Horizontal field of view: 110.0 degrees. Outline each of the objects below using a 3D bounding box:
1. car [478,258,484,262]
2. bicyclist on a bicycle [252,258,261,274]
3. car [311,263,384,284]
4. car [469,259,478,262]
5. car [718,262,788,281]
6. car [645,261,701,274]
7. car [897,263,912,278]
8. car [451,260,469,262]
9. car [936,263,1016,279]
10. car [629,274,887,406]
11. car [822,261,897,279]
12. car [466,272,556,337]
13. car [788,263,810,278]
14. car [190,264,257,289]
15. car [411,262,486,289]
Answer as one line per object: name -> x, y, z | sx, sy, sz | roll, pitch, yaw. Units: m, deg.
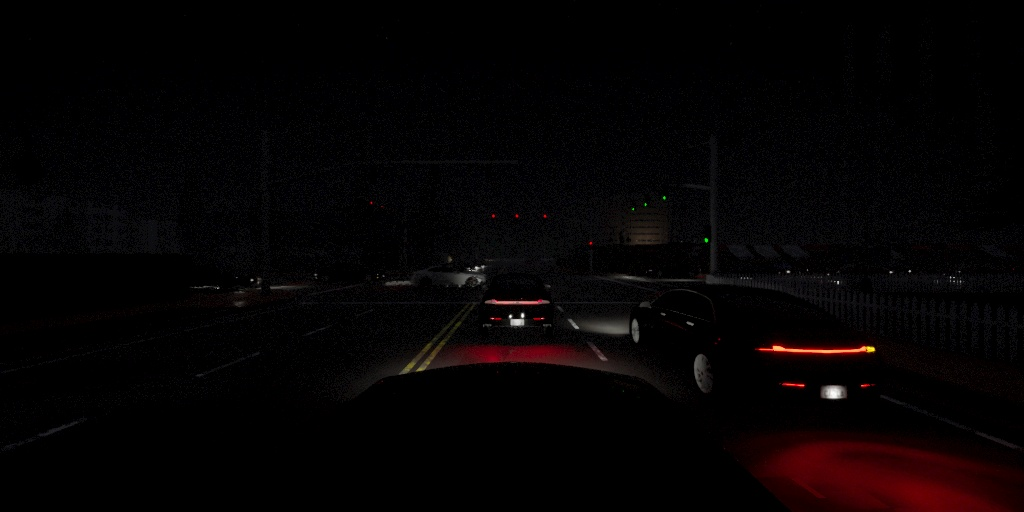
car -> -6.643, 1.312, 64.183 | 1.994, 1.385, 4.181 | 0, 0, 1
bicyclist on a bicycle -> -26.157, 1.050, 36.812 | 0.582, 1.620, 1.656 | 0, 0, -3
car -> -11.953, 1.255, 26.301 | 4.892, 1.490, 1.837 | 0, 0, -8
car -> -6.751, 1.274, 54.140 | 1.812, 1.442, 4.674 | 0, 0, 1
car -> 19.629, 1.240, 29.981 | 4.902, 1.511, 2.128 | 0, 0, -1
car -> 14.936, 1.254, 33.460 | 4.892, 1.490, 1.837 | 0, 0, 1
car -> 34.499, 1.241, 33.751 | 4.902, 1.511, 2.128 | 0, 0, -1
car -> -6.823, 1.254, 44.317 | 1.837, 1.490, 4.892 | 0, 0, 0
car -> 38.889, 1.275, 30.322 | 4.674, 1.442, 1.812 | 0, 0, -1
car -> 3.589, 1.255, 6.383 | 1.837, 1.490, 4.892 | 0, 0, 1
car -> 28.890, 1.275, 30.144 | 4.674, 1.442, 1.812 | 0, 0, -1
car -> 0.134, 1.241, 10.289 | 2.128, 1.511, 4.902 | 0, 0, 0
car -> 24.675, 1.296, 33.576 | 5.357, 1.411, 2.033 | 0, 0, -1
car -> -18.599, 1.254, 22.236 | 4.892, 1.490, 1.837 | 0, 0, -1
car -> -3.965, 1.275, 22.564 | 4.674, 1.442, 1.812 | 0, 0, 0
